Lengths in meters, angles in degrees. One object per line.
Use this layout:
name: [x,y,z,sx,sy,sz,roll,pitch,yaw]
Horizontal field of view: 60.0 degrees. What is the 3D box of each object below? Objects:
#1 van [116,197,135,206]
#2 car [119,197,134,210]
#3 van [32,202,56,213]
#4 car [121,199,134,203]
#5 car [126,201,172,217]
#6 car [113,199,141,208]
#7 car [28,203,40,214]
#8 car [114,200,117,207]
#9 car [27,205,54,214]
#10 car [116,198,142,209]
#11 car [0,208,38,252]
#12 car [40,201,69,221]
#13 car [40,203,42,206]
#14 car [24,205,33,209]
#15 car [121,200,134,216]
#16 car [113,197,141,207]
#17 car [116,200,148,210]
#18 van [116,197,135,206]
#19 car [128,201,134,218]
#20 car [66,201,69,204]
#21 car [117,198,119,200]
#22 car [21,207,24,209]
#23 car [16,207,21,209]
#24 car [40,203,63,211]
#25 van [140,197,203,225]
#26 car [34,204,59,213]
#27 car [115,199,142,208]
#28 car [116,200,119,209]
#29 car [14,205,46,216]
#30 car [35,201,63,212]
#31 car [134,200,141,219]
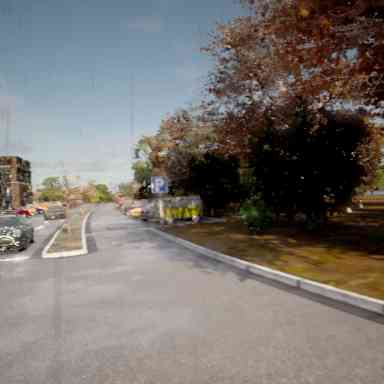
van: [-17.165,2.450,85.863,4.442,1.987,1.878,-3,0,-33]
car: [-6.467,1.834,42.700,4.553,1.767,2.185,-3,-1,-36]
van: [-32.908,3.447,74.044,4.442,1.987,1.878,-5,0,-33]
car: [-5.612,1.944,39.871,4.674,1.452,2.002,-3,-1,-36]
car: [-4.768,1.888,37.033,4.674,1.452,2.002,-3,-1,-36]
car: [-13.931,2.453,71.317,5.366,1.575,1.946,-3,0,-33]
car: [-28.885,3.270,56.364,4.553,1.767,2.185,-5,0,-34]
car: [-8.813,2.116,51.275,5.008,1.535,2.097,-3,-1,-35]
car: [-32.345,3.665,71.022,4.792,1.488,2.163,-5,0,-33]
car: [-12.459,2.234,65.625,4.553,1.767,2.185,-3,-1,-33]
car: [-9.288,1.964,16.604,2.097,1.767,4.553,-4,0,-19]
car: [-16.934,2.442,41.165,2.097,1.767,4.553,-4,0,-16]
car: [-29.596,3.446,59.296,4.892,1.521,2.231,-5,0,-34]
car: [-27.429,3.294,50.493,5.008,1.535,2.097,-5,0,-35]
car: [-4.054,1.794,34.085,5.366,1.575,1.946,-3,0,-37]
car: [-14.432,2.242,74.337,5.566,2.045,2.435,-3,-1,-33]
car: [-10.275,2.244,57.030,4.792,1.488,2.163,-3,-1,-34]
van: [-17.820,2.494,88.769,4.442,1.987,1.878,-3,0,-33]
car: [-2.888,1.723,31.484,5.366,1.575,1.946,-3,-1,-37]
car: [-35.656,3.611,85.688,5.566,2.045,2.435,-5,0,-33]
car: [-8.011,1.938,48.433,4.553,1.767,2.185,-3,0,-35]
car: [-25.908,3.189,44.651,5.008,1.535,2.097,-5,0,-35]
car: [-25.107,2.881,41.757,5.566,2.045,2.435,-5,0,-36]
car: [-34.962,3.815,82.777,5.008,1.535,2.097,-5,0,-33]
van: [-1.338,1.392,25.658,4.442,1.987,1.878,-3,0,-38]
car: [-33.647,3.725,76.912,5.008,1.535,2.097,-5,0,-33]
car: [-13.113,2.405,68.528,4.892,1.521,2.231,-3,-1,-33]
car: [-7.093,2.002,45.675,5.366,1.575,1.946,-3,-1,-35]
car: [-30.312,3.495,62.228,5.008,1.535,2.097,-5,0,-33]
car: [-34.342,3.521,79.826,5.566,2.045,2.435,-5,0,-33]
car: [-2.178,1.550,28.529,4.553,1.767,2.185,-3,-1,-37]
